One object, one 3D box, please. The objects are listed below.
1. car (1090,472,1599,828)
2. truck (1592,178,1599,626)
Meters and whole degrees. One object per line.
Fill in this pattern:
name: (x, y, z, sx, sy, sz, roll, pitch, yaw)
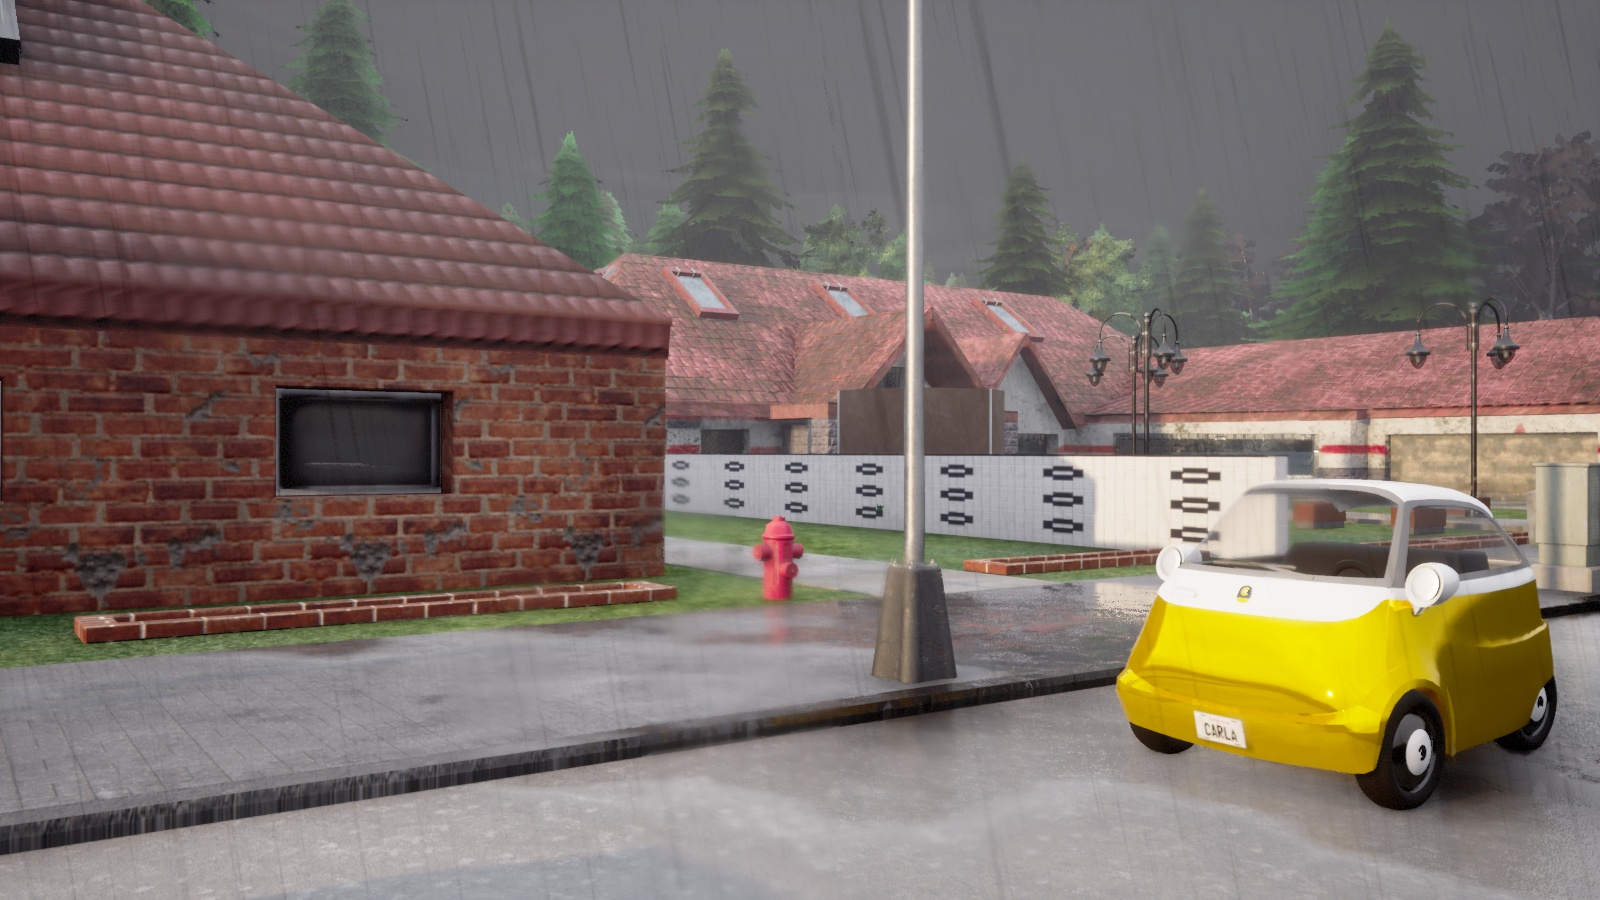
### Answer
car: (2.754, 0.809, 6.184, 2.207, 1.376, 1.481, 0, 0, -35)
truck: (11.095, -0.414, 11.998, 8.468, 3.827, 2.891, 0, 0, -35)
